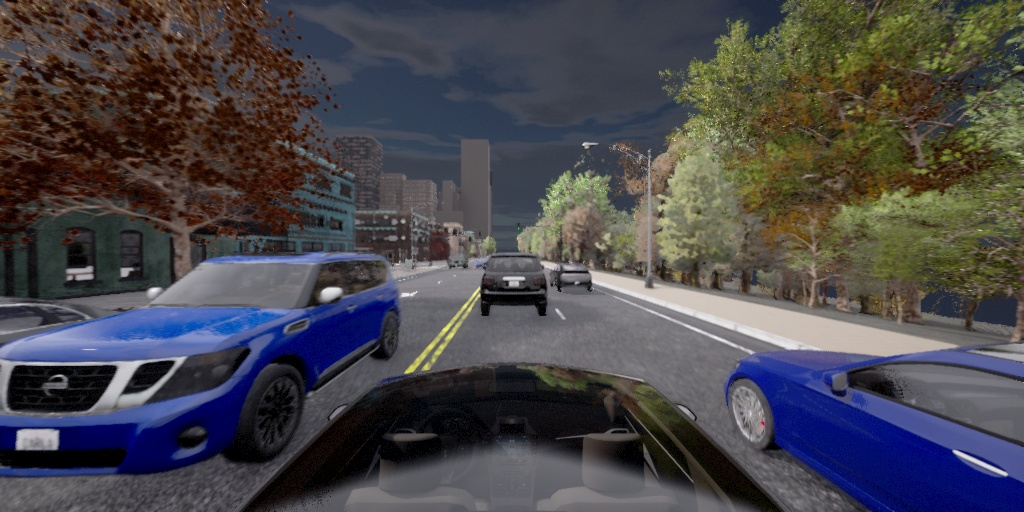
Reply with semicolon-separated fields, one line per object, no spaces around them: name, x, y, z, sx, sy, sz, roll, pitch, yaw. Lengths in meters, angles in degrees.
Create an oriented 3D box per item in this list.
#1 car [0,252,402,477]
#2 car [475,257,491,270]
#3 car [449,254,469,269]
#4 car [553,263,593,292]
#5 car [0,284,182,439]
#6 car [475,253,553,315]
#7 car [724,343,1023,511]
car;-3.356;0.951;5.302;2.150;2.045;5.566;0;0;0
car;-3.845;0.968;48.294;1.882;1.535;5.008;0;0;-1
car;-7.094;0.730;48.209;2.150;2.045;5.566;0;0;-1
car;3.202;1.122;20.252;2.128;1.511;4.902;0;0;-1
car;-6.607;1.230;3.564;2.128;1.511;4.902;0;0;0
car;0.054;0.897;13.290;2.150;2.045;5.566;0;0;0
car;3.350;1.272;2.179;1.812;1.442;4.674;0;0;0
